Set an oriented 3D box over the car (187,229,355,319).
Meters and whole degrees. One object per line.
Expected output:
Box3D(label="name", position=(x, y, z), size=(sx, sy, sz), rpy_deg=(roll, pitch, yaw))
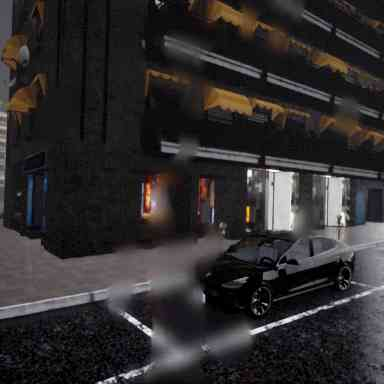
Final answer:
Box3D(label="car", position=(1.928, 1.570, 7.441), size=(4.313, 1.339, 1.947), rpy_deg=(0, 2, -35))
